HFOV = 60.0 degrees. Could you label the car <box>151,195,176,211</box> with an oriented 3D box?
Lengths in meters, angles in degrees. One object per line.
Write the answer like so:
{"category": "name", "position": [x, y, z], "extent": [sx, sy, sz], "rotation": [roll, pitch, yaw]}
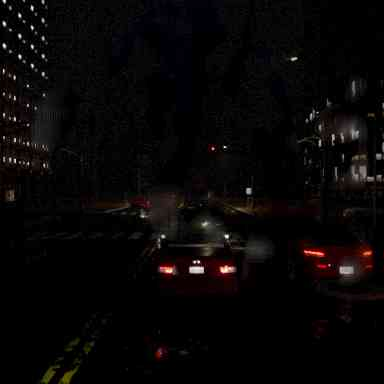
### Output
{"category": "car", "position": [-3.407, 1.319, 40.655], "extent": [2.097, 1.767, 4.553], "rotation": [0, 0, 0]}

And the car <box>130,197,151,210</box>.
{"category": "car", "position": [-6.662, 1.441, 42.276], "extent": [1.882, 1.535, 5.008], "rotation": [0, 0, 0]}

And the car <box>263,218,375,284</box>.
{"category": "car", "position": [3.336, 1.522, 9.489], "extent": [1.812, 1.442, 4.674], "rotation": [0, 0, 0]}

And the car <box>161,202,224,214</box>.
{"category": "car", "position": [0.341, 1.577, 23.031], "extent": [4.181, 1.385, 1.994], "rotation": [0, 0, -39]}

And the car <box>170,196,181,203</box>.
{"category": "car", "position": [-3.441, 1.470, 69.419], "extent": [1.994, 1.385, 4.181], "rotation": [0, 0, -1]}

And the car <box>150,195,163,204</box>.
{"category": "car", "position": [-6.681, 1.427, 62.562], "extent": [1.837, 1.490, 4.892], "rotation": [0, 0, 0]}

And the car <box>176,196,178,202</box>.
{"category": "car", "position": [-3.419, 1.455, 49.547], "extent": [1.837, 1.490, 4.892], "rotation": [0, 0, 0]}

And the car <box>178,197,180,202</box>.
{"category": "car", "position": [-3.427, 1.421, 59.182], "extent": [2.128, 1.511, 4.902], "rotation": [0, 0, 0]}

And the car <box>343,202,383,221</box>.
{"category": "car", "position": [14.663, 1.573, 26.826], "extent": [4.674, 1.442, 1.812], "rotation": [0, 0, 1]}

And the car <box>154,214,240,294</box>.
{"category": "car", "position": [0.087, 1.544, 8.904], "extent": [2.033, 1.411, 5.357], "rotation": [0, 0, 0]}

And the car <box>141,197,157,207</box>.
{"category": "car", "position": [-6.676, 1.470, 52.197], "extent": [1.812, 1.442, 4.674], "rotation": [0, 0, 0]}
